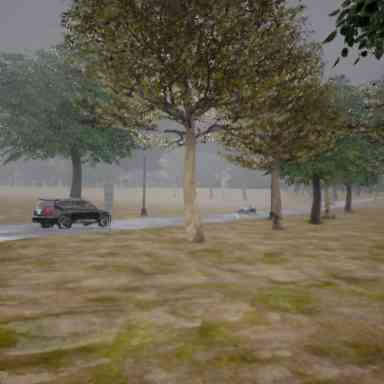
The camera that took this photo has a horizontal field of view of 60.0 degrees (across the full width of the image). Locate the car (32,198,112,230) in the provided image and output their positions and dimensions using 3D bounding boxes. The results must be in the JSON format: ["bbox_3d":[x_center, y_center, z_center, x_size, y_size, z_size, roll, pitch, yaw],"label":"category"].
[{"bbox_3d":[-8.132,1.491,23.095,2.150,2.045,5.566,-1,-3,33],"label":"car"}]

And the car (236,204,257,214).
[{"bbox_3d":[9.230,2.804,56.238,2.097,1.767,4.553,-1,-2,33],"label":"car"}]
